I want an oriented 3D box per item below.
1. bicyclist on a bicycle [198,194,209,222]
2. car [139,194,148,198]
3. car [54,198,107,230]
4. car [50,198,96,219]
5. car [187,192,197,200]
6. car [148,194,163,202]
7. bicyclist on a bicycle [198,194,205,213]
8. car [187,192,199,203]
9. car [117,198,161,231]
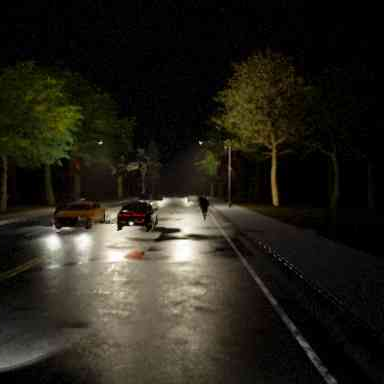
[{"bbox_3d":[0.909,1.193,23.285,0.659,1.776,1.843,0,1,0],"label":"bicyclist on a bicycle"},{"bbox_3d":[-9.698,1.071,68.300,2.033,1.411,5.357,0,0,0],"label":"car"},{"bbox_3d":[-6.583,1.324,20.082,1.882,1.535,5.008,0,0,0],"label":"car"},{"bbox_3d":[-9.826,1.280,28.011,2.128,1.511,4.902,0,0,0],"label":"car"},{"bbox_3d":[0.056,0.863,73.635,2.097,1.767,4.553,0,0,0],"label":"car"},{"bbox_3d":[-6.490,1.077,61.592,1.837,1.490,4.892,0,0,1],"label":"car"},{"bbox_3d":[0.916,1.120,33.401,0.659,1.776,1.843,0,1,0],"label":"bicyclist on a bicycle"},{"bbox_3d":[0.144,1.119,58.092,1.812,1.442,4.674,0,0,0],"label":"car"},{"bbox_3d":[-3.136,1.355,19.621,1.837,1.490,4.892,0,0,0],"label":"car"}]
